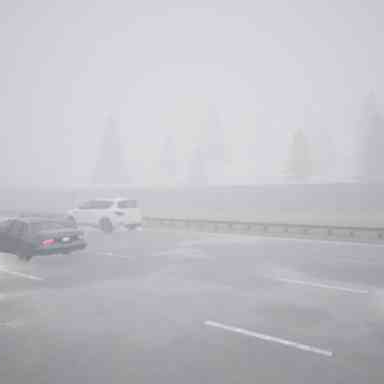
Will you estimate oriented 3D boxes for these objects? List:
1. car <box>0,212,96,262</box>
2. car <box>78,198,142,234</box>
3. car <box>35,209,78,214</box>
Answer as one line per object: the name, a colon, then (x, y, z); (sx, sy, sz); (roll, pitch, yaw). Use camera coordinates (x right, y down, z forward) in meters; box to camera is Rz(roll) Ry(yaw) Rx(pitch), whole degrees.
car: (-6.349, 1.693, 12.818); (5.357, 1.411, 2.033); (-1, 0, 35)
car: (-5.623, 1.415, 20.898); (5.566, 2.045, 2.150); (-1, 0, 36)
car: (-8.713, 1.773, 18.802); (4.181, 1.385, 1.994); (-1, 0, 36)
